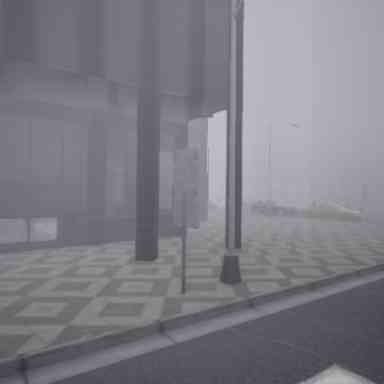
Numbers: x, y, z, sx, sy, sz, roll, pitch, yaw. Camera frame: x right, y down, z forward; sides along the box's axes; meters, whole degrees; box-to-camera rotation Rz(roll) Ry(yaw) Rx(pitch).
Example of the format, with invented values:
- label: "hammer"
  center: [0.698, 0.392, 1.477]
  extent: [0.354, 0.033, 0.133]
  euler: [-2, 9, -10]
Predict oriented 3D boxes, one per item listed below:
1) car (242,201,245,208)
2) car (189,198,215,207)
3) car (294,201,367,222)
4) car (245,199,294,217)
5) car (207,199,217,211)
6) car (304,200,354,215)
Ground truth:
- label: "car"
  center: [7.807, 1.538, 43.161]
  extent: [1.887, 1.381, 4.507]
  euler: [1, -1, -36]
- label: "car"
  center: [1.507, 1.560, 51.932]
  extent: [1.802, 1.307, 4.206]
  euler: [1, -1, -36]
- label: "car"
  center: [10.416, 1.426, 24.918]
  extent: [1.752, 1.417, 4.829]
  euler: [1, -1, -36]
- label: "car"
  center: [7.225, 1.433, 29.361]
  extent: [1.887, 1.381, 4.507]
  euler: [1, -1, -36]
- label: "car"
  center: [1.041, 1.433, 37.970]
  extent: [1.947, 1.339, 4.313]
  euler: [1, -1, -36]
- label: "car"
  center: [14.106, 1.565, 34.391]
  extent: [2.008, 1.369, 4.403]
  euler: [1, -1, -36]
